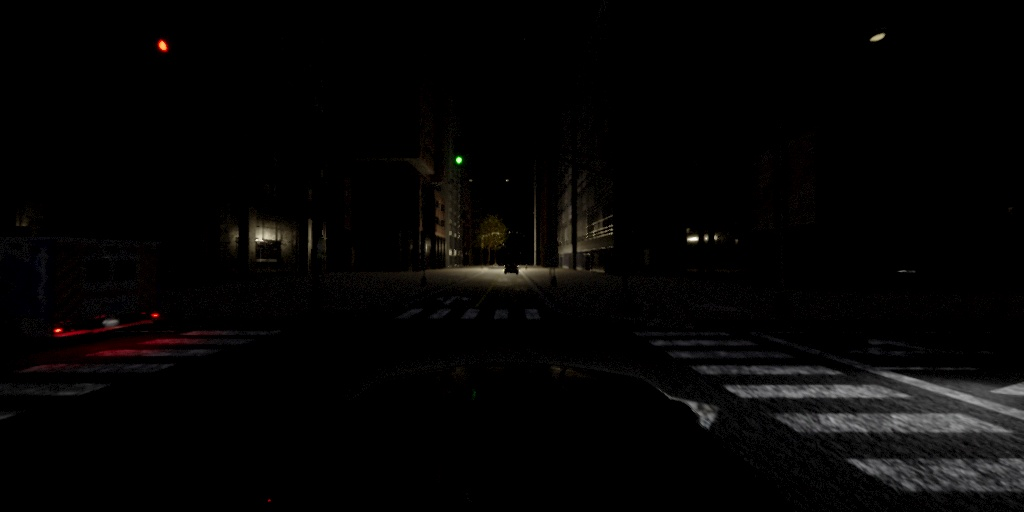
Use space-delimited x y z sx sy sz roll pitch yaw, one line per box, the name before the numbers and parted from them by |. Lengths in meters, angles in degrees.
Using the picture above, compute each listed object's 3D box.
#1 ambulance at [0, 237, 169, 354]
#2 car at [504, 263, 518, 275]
ambulance | -12.087 0.840 8.270 6.366 2.431 2.351 0 -1 0
car | -0.093 1.906 51.013 1.994 1.385 4.181 0 -1 0
